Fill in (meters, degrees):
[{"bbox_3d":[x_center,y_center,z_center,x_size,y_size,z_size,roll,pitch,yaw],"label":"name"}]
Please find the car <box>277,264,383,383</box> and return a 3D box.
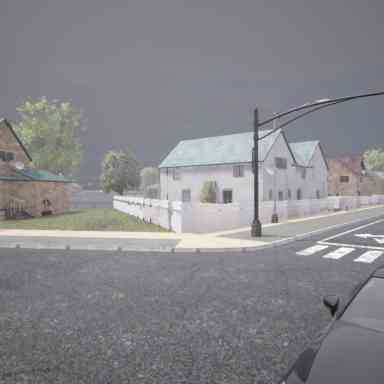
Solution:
[{"bbox_3d":[2.542,1.524,3.432,1.812,1.442,4.674,0,0,42],"label":"car"}]
